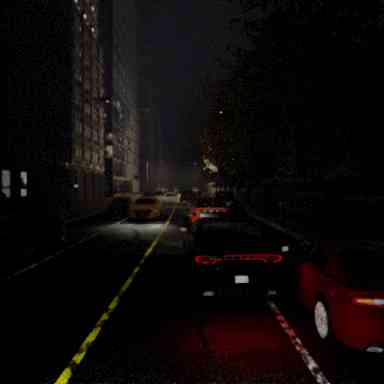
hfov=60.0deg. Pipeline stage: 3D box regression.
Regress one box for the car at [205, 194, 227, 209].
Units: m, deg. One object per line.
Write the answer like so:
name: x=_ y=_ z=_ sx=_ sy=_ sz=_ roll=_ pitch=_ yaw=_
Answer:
car: x=2.397 y=0.969 z=33.849 sx=1.802 sy=1.307 sz=4.206 roll=0 pitch=1 yaw=-1

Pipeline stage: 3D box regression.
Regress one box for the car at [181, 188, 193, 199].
car: x=-0.945 y=0.237 z=59.587 sx=2.097 sy=1.767 sz=4.553 roll=0 pitch=1 yaw=-1

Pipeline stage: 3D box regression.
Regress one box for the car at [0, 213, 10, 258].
car: x=-5.824 y=1.211 z=6.023 sx=2.192 sy=1.841 sz=5.009 roll=0 pitch=1 yaw=0

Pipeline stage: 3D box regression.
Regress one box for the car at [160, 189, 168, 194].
car: x=-7.527 y=-0.156 z=89.469 sx=2.008 sy=1.369 sz=4.403 roll=0 pitch=1 yaw=-1

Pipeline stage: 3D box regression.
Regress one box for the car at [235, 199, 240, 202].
car: x=2.650 y=1.181 z=22.727 sx=1.802 sy=1.307 sz=4.206 roll=0 pitch=1 yaw=-1

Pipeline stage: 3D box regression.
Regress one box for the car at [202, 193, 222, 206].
car: x=2.258 y=0.830 z=39.405 sx=2.008 sy=1.369 sz=4.403 roll=0 pitch=1 yaw=-1

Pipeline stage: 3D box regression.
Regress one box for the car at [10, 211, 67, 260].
car: x=-5.817 y=1.365 z=11.588 sx=1.947 sy=1.339 sz=4.313 roll=0 pitch=1 yaw=0

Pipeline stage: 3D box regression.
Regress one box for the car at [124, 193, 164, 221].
car: x=-3.174 y=1.065 z=23.340 sx=1.882 sy=1.535 sz=5.008 roll=0 pitch=1 yaw=-1

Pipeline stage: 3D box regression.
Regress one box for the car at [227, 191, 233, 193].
car: x=2.538 y=0.810 z=28.287 sx=2.192 sy=1.841 sz=5.009 roll=0 pitch=1 yaw=-1

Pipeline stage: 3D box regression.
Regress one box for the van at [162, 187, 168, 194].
van: x=-7.665 y=-0.479 z=95.023 sx=1.690 sy=1.788 sz=3.998 roll=0 pitch=1 yaw=-1

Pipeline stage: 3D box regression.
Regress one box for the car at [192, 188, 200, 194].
car: x=1.003 y=-0.264 z=89.417 sx=1.967 sy=1.590 sz=4.097 roll=0 pitch=1 yaw=-1

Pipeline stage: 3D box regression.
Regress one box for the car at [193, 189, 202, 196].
car: x=1.281 y=0.069 z=78.304 sx=2.008 sy=1.369 sz=4.403 roll=0 pitch=1 yaw=-1

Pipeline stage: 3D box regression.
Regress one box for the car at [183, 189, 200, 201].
car: x=0.696 y=0.920 z=24.387 sx=2.097 sy=1.767 sz=4.553 roll=0 pitch=1 yaw=1

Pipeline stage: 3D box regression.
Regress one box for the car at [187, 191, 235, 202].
car: x=0.906 y=1.030 z=18.339 sx=2.097 sy=1.767 sz=4.553 roll=0 pitch=1 yaw=0

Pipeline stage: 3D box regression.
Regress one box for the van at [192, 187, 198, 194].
van: x=0.864 y=-0.476 z=94.971 sx=1.690 sy=1.788 sz=3.998 roll=0 pitch=1 yaw=-1

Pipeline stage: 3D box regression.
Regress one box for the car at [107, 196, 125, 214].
car: x=-5.993 y=1.058 z=28.331 sx=1.947 sy=1.339 sz=4.313 roll=0 pitch=1 yaw=-1

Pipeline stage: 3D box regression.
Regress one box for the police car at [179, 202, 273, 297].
police car: x=0.740 y=1.281 z=8.414 sx=1.930 sy=1.638 sz=5.238 roll=0 pitch=1 yaw=-3

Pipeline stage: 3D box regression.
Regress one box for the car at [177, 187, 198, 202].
car: x=-0.597 y=0.496 z=46.362 sx=2.097 sy=1.767 sz=4.553 roll=0 pitch=1 yaw=-1

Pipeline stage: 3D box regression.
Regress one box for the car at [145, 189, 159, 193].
car: x=-6.551 y=0.642 z=50.568 sx=1.802 sy=1.307 sz=4.206 roll=0 pitch=1 yaw=-1

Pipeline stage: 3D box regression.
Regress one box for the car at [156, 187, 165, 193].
car: x=-7.107 y=-0.061 z=72.791 sx=2.192 sy=1.841 sz=5.009 roll=0 pitch=1 yaw=-1

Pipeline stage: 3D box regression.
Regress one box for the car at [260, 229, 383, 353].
car: x=2.701 y=1.441 z=6.071 sx=1.887 sy=1.381 sz=4.507 roll=0 pitch=1 yaw=0

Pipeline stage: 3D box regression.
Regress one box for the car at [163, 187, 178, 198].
car: x=-4.096 y=0.313 z=64.507 sx=1.812 sy=1.442 sz=4.674 roll=0 pitch=1 yaw=-1
